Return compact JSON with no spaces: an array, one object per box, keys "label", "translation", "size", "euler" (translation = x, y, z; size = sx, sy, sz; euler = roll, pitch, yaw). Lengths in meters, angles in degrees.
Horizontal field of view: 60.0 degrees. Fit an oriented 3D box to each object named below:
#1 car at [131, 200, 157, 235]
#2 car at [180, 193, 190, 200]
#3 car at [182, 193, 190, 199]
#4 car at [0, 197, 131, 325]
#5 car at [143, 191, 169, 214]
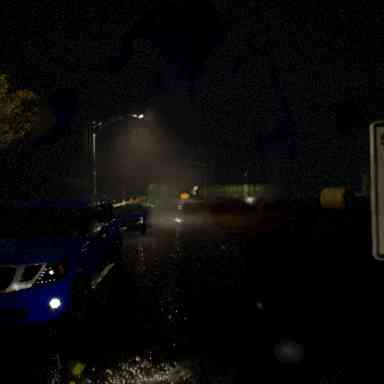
[{"label":"car","translation":[-3.164,1.374,17.797],"size":[1.812,1.442,4.674],"euler":[-1,1,-1]},{"label":"car","translation":[-1.576,1.031,74.629],"size":[1.882,1.535,5.008],"euler":[-1,0,1]},{"label":"car","translation":[-1.625,0.938,85.029],"size":[1.994,1.385,4.181],"euler":[-1,0,-1]},{"label":"car","translation":[-2.964,1.174,7.329],"size":[2.150,2.045,5.566],"euler":[-1,1,-1]},{"label":"car","translation":[-3.366,0.961,31.755],"size":[2.150,2.045,5.566],"euler":[-1,0,-1]}]
